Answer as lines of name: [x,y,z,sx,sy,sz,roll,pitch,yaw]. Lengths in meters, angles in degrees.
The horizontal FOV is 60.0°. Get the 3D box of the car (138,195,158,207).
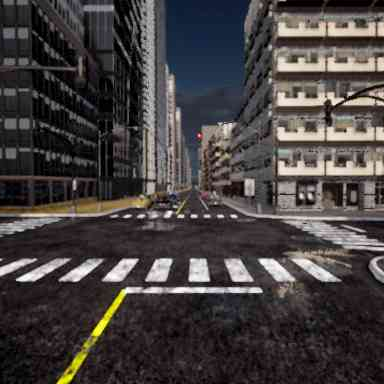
car: [-5.505,1.080,42.424,1.947,1.339,4.313,-1,1,0]

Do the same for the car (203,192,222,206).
car: [2.874,1.067,42.385,2.008,1.369,4.403,-1,1,0]

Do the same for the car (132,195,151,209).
car: [-5.533,1.106,36.600,1.752,1.417,4.829,-1,1,0]

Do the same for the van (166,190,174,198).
van: [-5.324,0.408,82.001,1.690,1.788,3.998,-1,1,0]

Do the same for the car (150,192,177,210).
car: [-2.927,1.102,35.129,1.837,1.490,4.892,0,1,0]

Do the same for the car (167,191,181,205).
car: [-2.879,1.013,44.875,1.812,1.442,4.674,0,1,0]

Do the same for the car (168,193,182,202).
car: [-2.780,0.917,55.259,2.033,1.411,5.357,0,1,1]

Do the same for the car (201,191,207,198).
car: [3.031,0.572,76.309,1.967,1.590,4.097,-1,1,0]
